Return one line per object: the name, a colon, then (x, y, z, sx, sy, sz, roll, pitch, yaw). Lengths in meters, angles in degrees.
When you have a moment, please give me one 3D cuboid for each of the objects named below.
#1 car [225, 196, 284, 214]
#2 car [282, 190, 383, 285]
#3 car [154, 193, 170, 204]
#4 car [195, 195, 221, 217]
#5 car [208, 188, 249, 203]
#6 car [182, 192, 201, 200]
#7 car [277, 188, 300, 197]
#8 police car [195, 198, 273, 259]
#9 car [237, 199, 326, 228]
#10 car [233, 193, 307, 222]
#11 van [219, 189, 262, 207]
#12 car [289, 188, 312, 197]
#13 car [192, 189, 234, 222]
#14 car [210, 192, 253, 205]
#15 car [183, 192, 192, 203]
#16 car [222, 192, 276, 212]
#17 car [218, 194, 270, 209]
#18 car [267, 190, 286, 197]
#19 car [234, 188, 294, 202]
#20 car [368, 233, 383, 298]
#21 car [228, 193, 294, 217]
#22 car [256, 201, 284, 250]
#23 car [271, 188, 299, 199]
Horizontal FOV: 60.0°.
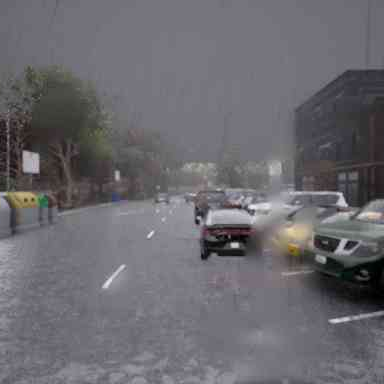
car: (5.419, 1.093, 29.034, 4.674, 1.452, 2.002, 1, 1, -20)
car: (5.331, 1.107, 7.991, 5.566, 2.045, 2.435, 1, 1, -20)
car: (-4.029, 0.834, 45.569, 2.128, 1.511, 4.902, 0, 1, 1)
car: (1.247, 1.061, 27.730, 1.882, 1.535, 5.008, 0, 1, 0)
car: (5.462, 0.520, 50.077, 5.566, 2.045, 2.435, 1, 1, -20)
car: (-0.093, 0.658, 63.088, 2.033, 1.411, 5.357, 0, 1, 19)
car: (24.081, 0.103, 83.191, 2.435, 2.045, 5.566, 0, 0, -21)
police car: (1.200, 1.237, 11.840, 1.930, 1.638, 5.238, 0, 1, 0)
car: (5.362, 1.208, 20.011, 4.792, 1.488, 2.163, 1, 1, -20)
car: (5.367, 1.010, 23.022, 4.553, 1.767, 2.185, 1, 1, -20)
van: (5.549, 0.707, 38.086, 4.442, 1.987, 1.878, 1, 1, -20)
car: (27.141, 0.104, 83.225, 2.435, 2.045, 5.566, 0, 0, -22)
car: (1.231, 0.892, 21.757, 2.150, 2.045, 5.566, 0, 1, 0)
car: (5.267, 0.847, 43.988, 5.366, 1.575, 1.946, 1, 1, -20)
car: (0.063, 0.833, 48.274, 1.812, 1.442, 4.674, 0, 1, 0)
car: (5.461, 0.887, 32.040, 4.553, 1.767, 2.185, 1, 1, -20)
car: (5.426, 0.971, 35.044, 5.008, 1.535, 2.097, 1, 1, -20)
car: (21.058, 0.382, 83.116, 2.163, 1.488, 4.792, 0, 0, -21)
car: (5.354, 0.970, 17.007, 5.566, 2.045, 2.435, 1, 1, -20)
car: (5.327, 1.445, 5.018, 4.674, 1.452, 2.002, 1, 1, -20)
car: (5.378, 0.968, 26.023, 4.553, 1.767, 2.185, 1, 1, -20)
car: (5.336, 1.296, 14.010, 4.792, 1.488, 2.163, 1, 1, -20)
car: (18.443, 0.321, 66.056, 2.435, 2.045, 5.566, 0, 2, -21)
